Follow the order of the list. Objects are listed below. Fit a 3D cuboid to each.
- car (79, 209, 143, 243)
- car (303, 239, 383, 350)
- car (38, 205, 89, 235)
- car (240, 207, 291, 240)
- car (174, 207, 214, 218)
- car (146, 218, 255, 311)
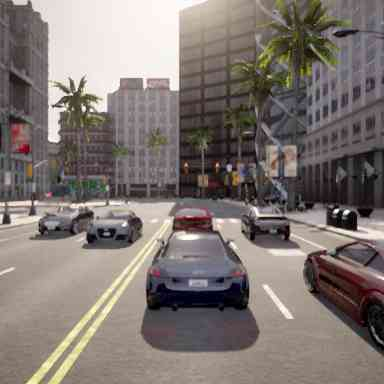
[{"bbox_3d":[-3.535,1.561,15.819,1.994,1.385,4.181,0,0,0],"label":"car"},{"bbox_3d":[3.601,1.563,6.162,1.994,1.385,4.181,0,0,0],"label":"car"},{"bbox_3d":[-7.001,1.501,18.976,2.128,1.511,4.902,0,0,0],"label":"car"},{"bbox_3d":[3.590,1.488,16.841,2.128,1.511,4.902,0,0,2],"label":"car"},{"bbox_3d":[0.092,1.474,16.820,1.882,1.535,5.008,0,0,2],"label":"car"},{"bbox_3d":[0.090,1.560,7.834,1.994,1.385,4.181,0,0,-1],"label":"car"}]
